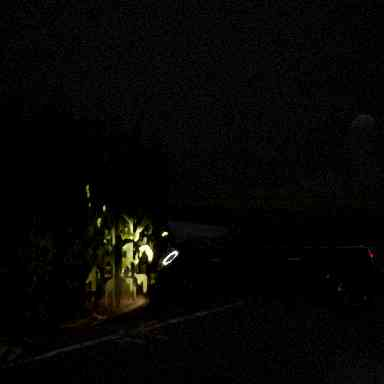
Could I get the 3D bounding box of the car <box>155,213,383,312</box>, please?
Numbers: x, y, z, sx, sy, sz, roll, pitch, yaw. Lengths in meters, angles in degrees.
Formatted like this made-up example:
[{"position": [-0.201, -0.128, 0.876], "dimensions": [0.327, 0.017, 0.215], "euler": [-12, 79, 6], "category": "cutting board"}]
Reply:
[{"position": [1.503, 1.344, 7.367], "dimensions": [4.553, 1.767, 2.097], "euler": [0, 0, 6], "category": "car"}]
